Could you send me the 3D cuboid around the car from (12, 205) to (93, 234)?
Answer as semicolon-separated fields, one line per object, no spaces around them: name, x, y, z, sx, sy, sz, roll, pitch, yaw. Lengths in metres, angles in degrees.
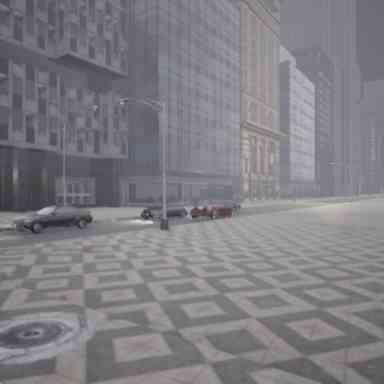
car;-8.138;1.537;19.801;1.812;1.442;4.674;0;0;37

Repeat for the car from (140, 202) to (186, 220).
car;-2.342;1.569;27.926;1.994;1.385;4.181;0;0;37

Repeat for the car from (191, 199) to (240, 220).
car;1.921;1.347;28.441;2.097;1.767;4.553;0;0;36
